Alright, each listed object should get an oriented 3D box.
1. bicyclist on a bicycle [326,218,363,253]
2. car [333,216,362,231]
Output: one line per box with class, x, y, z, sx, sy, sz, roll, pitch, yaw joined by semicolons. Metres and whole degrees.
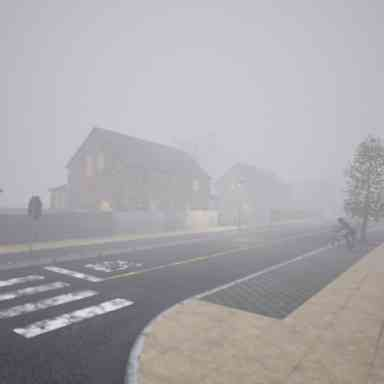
bicyclist on a bicycle;7.267;2.074;15.891;1.656;1.620;0.582;1;-2;35
car;14.770;2.965;31.510;2.033;1.411;5.357;1;-2;35
